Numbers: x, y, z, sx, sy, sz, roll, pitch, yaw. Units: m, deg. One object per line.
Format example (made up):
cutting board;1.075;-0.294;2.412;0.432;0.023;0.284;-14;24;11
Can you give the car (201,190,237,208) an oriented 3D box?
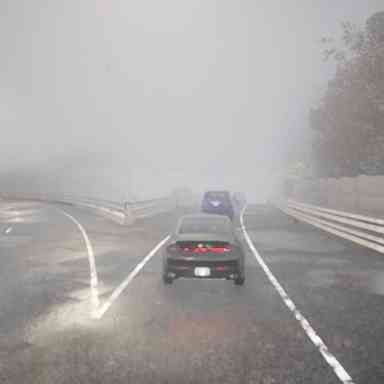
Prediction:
car;1.937;0.857;24.116;2.150;2.045;5.566;0;1;9

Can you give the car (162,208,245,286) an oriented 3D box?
car;0.358;1.361;9.028;1.837;1.490;4.892;0;-1;4

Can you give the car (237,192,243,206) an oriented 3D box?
car;4.926;0.968;41.244;1.812;1.442;4.674;0;0;11

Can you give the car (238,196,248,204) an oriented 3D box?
car;10.724;1.690;69.925;1.812;1.442;4.674;0;-3;13

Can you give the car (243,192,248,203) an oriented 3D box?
car;8.617;1.010;60.104;2.150;2.045;5.566;0;-2;12

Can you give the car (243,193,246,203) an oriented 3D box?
car;7.244;1.182;53.212;1.895;1.301;4.718;0;-1;11
